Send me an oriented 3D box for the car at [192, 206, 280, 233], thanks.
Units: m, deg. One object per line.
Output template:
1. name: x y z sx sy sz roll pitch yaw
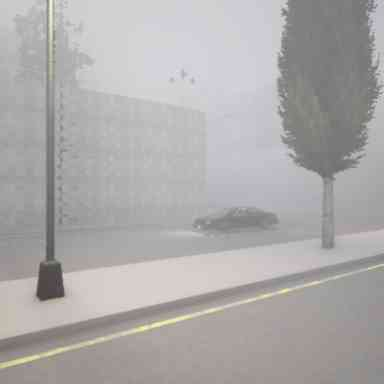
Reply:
1. car: 2.699 1.545 19.650 5.357 1.411 2.033 0 0 -30
